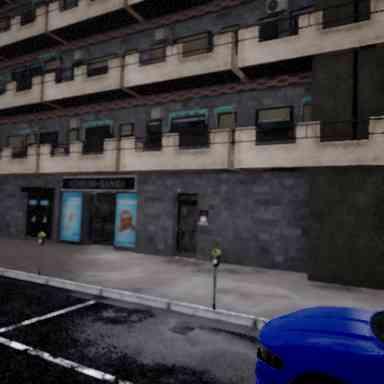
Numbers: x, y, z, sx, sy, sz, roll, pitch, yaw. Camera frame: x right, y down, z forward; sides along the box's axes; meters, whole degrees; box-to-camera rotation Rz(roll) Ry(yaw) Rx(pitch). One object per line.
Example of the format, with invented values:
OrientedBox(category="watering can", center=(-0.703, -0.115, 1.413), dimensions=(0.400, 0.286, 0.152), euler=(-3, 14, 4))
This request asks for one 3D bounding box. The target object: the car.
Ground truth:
OrientedBox(category="car", center=(3.111, 1.769, 3.153), dimensions=(5.008, 1.535, 1.882), euler=(1, -3, 28))
